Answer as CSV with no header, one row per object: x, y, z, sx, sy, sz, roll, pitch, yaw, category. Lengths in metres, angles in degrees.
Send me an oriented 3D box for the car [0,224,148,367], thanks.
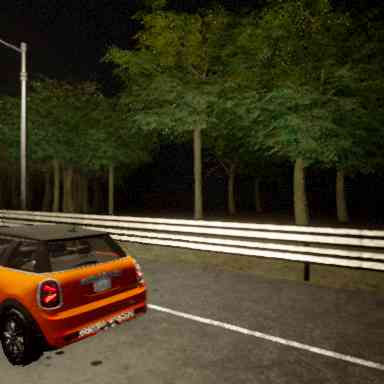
-3.004,1.394,6.110,4.553,1.767,2.097,-1,0,37,car
